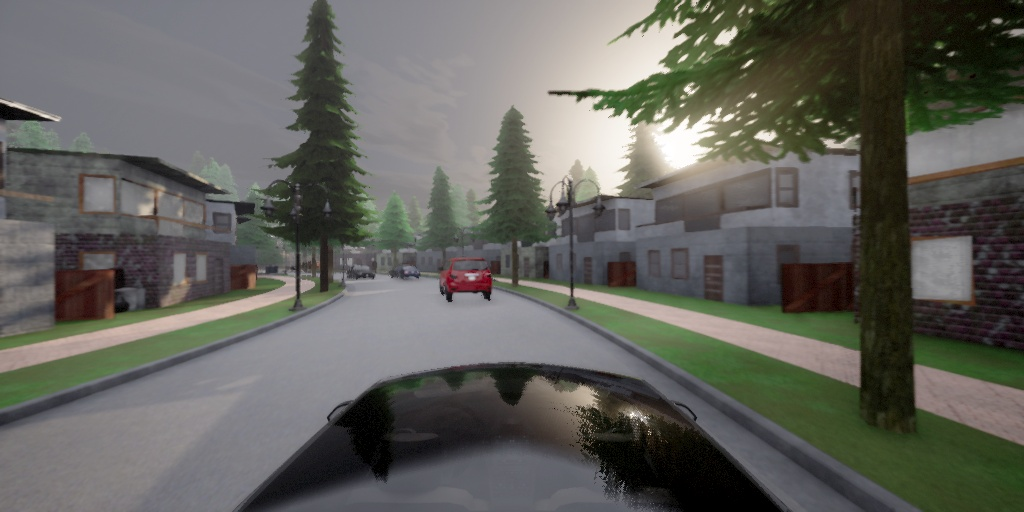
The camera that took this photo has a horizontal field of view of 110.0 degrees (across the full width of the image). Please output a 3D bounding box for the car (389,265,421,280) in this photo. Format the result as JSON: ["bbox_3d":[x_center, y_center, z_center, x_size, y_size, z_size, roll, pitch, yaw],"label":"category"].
[{"bbox_3d":[-10.986,1.637,36.694,2.033,1.411,5.357,0,0,-34],"label":"car"}]

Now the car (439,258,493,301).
[{"bbox_3d":[-2.513,1.110,18.630,2.150,2.045,5.566,0,0,-16],"label":"car"}]

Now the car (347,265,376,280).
[{"bbox_3d":[-15.368,1.635,36.385,1.837,1.490,4.892,0,-1,-37],"label":"car"}]
